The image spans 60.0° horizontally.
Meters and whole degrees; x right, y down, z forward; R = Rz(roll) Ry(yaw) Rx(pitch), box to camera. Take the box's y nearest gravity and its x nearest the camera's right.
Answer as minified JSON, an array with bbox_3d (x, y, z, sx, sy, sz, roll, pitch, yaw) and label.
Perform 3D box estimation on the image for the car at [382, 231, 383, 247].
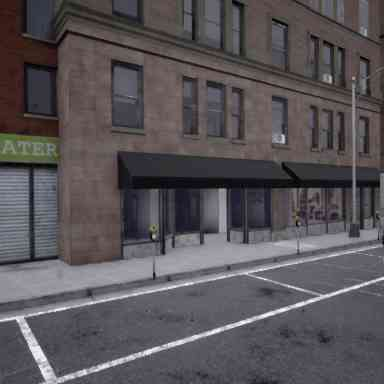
[{"bbox_3d":[9.217,1.540,13.116,4.507,1.381,1.887,0,-1,-35],"label":"car"}]
